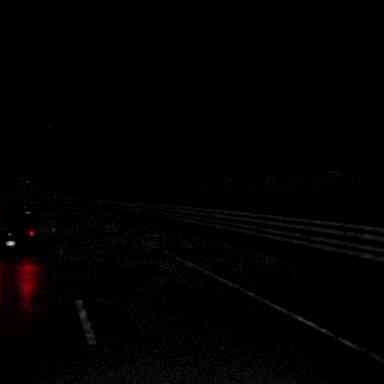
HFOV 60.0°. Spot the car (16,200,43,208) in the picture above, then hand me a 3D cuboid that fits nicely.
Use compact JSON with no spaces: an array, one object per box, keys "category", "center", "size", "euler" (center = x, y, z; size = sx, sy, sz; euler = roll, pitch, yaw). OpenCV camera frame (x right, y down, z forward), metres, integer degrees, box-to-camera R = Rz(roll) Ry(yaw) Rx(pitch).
[{"category":"car","center":[-14.623,1.520,29.966],"size":[1.837,1.490,4.892],"euler":[1,-1,-24]}]

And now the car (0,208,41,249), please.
[{"category":"car","center":[-7.219,1.505,13.613],"size":[1.895,1.301,4.718],"euler":[1,-1,-24]}]
